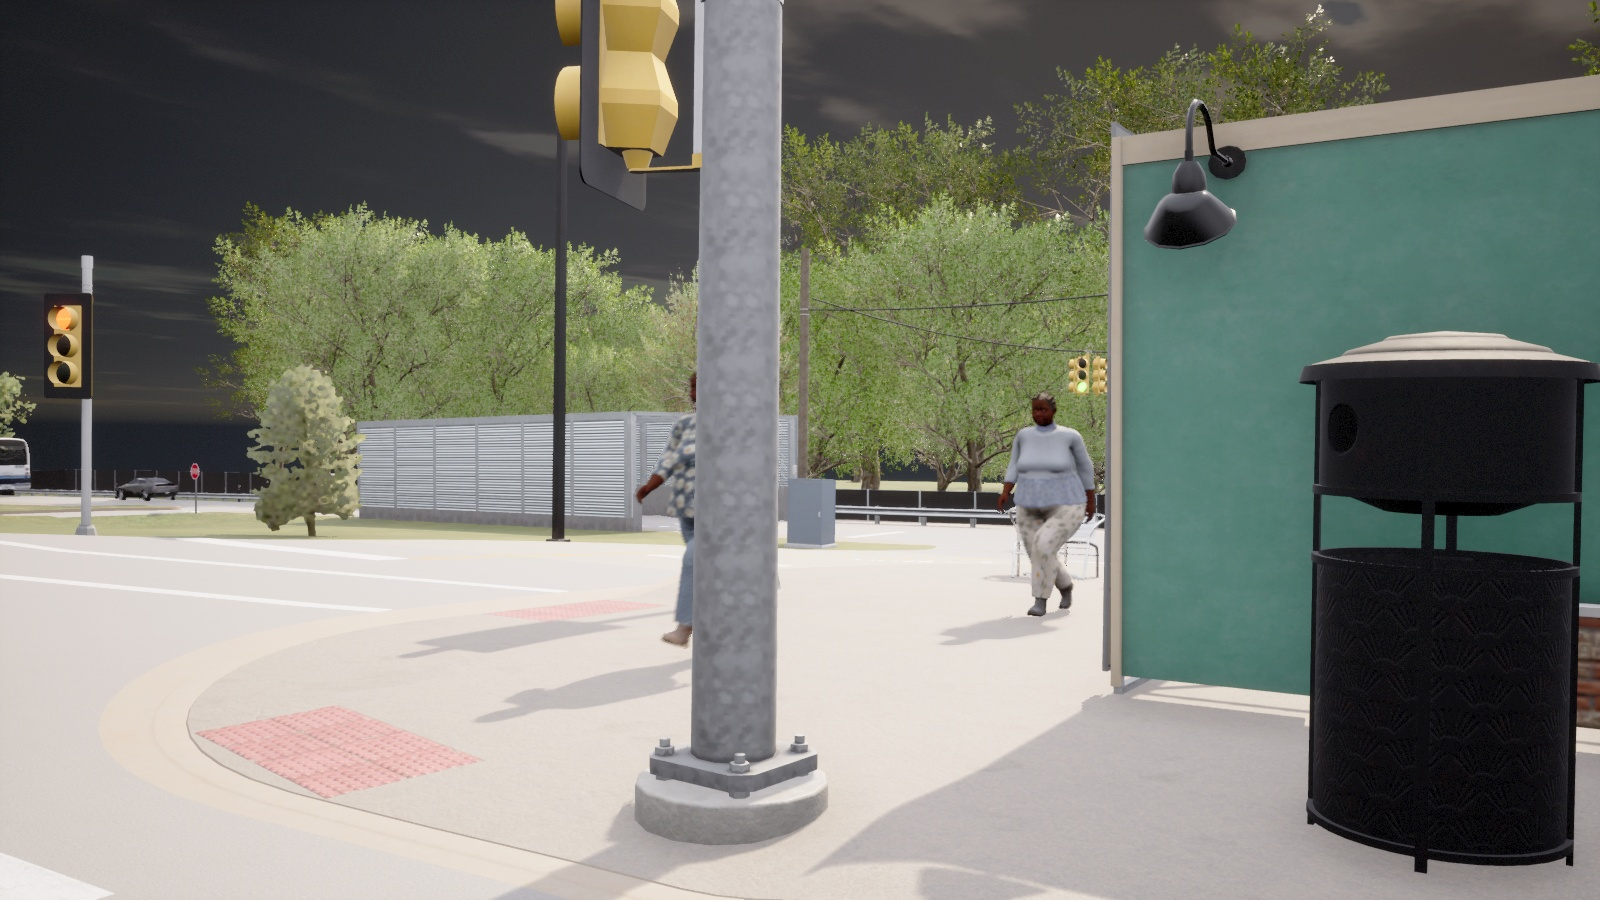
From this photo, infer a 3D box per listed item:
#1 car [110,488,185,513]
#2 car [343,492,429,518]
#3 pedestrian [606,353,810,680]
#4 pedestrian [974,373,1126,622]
[{"bbox_3d":[-41.930,3.231,80.650,4.902,1.511,2.128,-1,0,34],"label":"car"},{"bbox_3d":[-22.291,2.939,67.594,4.718,1.301,1.895,-1,0,35],"label":"car"},{"bbox_3d":[-0.557,0.369,7.747,0.874,1.855,0.900,0,1,35],"label":"pedestrian"},{"bbox_3d":[1.990,0.347,9.966,0.874,1.855,0.900,0,1,38],"label":"pedestrian"}]
